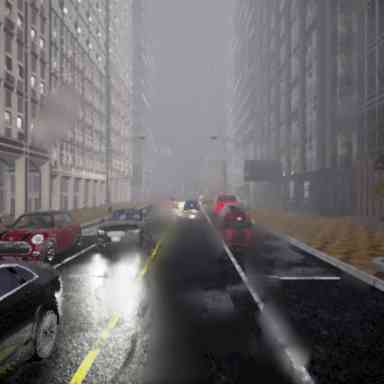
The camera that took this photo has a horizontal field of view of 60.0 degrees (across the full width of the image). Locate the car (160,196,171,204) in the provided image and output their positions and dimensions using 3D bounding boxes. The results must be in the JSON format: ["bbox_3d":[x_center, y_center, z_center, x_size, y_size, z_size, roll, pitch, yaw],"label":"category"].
[{"bbox_3d":[-5.321,1.567,66.699,1.947,1.339,4.313,0,0,0],"label":"car"}]

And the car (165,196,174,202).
[{"bbox_3d":[-5.321,1.581,77.795,1.802,1.307,4.206,0,0,0],"label":"car"}]

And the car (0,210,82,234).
[{"bbox_3d":[-5.382,1.443,11.735,1.967,1.590,4.097,0,0,0],"label":"car"}]

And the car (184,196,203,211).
[{"bbox_3d":[0.017,1.568,41.105,1.994,1.385,4.181,0,0,1],"label":"car"}]

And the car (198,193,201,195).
[{"bbox_3d":[2.558,1.522,83.513,1.752,1.417,4.829,0,0,0],"label":"car"}]

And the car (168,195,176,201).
[{"bbox_3d":[-5.322,1.540,88.890,1.887,1.381,4.507,0,0,0],"label":"car"}]

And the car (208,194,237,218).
[{"bbox_3d":[2.979,1.232,30.617,2.150,2.045,5.566,0,0,0],"label":"car"}]

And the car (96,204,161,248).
[{"bbox_3d":[-2.806,1.495,14.830,2.128,1.511,4.902,0,0,1],"label":"car"}]

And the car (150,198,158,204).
[{"bbox_3d":[-5.320,1.586,50.057,1.802,1.307,4.206,0,0,0],"label":"car"}]

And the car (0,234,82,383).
[{"bbox_3d":[-2.846,1.494,3.078,2.128,1.511,4.902,0,0,0],"label":"car"}]

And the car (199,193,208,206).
[{"bbox_3d":[2.560,1.443,55.605,1.967,1.590,4.097,0,0,0],"label":"car"}]

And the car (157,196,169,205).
[{"bbox_3d":[-5.320,1.528,60.982,1.752,1.417,4.829,0,0,0],"label":"car"}]

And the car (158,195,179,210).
[{"bbox_3d":[-2.839,1.355,43.374,2.097,1.767,4.553,0,0,0],"label":"car"}]

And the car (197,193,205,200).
[{"bbox_3d":[2.562,1.308,94.436,2.192,1.841,5.009,0,0,0],"label":"car"}]

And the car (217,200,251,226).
[{"bbox_3d":[3.022,1.529,23.587,1.812,1.442,4.674,0,0,0],"label":"car"}]
